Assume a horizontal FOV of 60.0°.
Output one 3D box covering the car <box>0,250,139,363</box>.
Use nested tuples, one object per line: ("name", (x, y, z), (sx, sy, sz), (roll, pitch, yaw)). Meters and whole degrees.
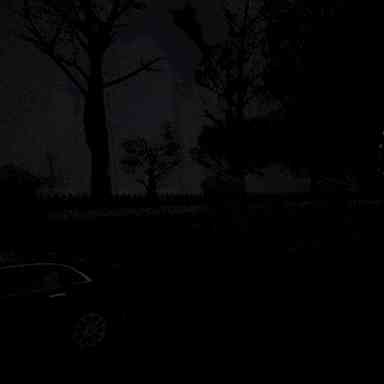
("car", (-2.885, 1.550, 4.503), (4.403, 1.369, 2.008), (0, 0, -35))
